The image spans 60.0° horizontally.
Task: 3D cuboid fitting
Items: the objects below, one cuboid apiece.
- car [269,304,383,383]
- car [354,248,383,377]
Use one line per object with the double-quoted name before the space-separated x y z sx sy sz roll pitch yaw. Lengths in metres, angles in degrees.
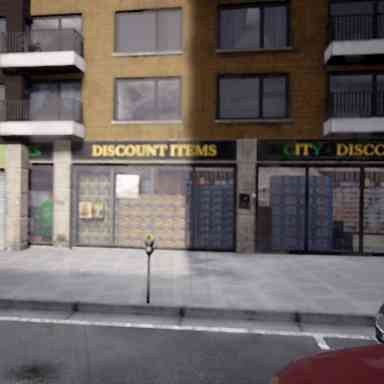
"car" 2.809 1.525 1.985 4.674 1.442 1.812 0 0 7
"car" 4.506 1.548 3.755 4.403 1.369 2.008 0 1 7
